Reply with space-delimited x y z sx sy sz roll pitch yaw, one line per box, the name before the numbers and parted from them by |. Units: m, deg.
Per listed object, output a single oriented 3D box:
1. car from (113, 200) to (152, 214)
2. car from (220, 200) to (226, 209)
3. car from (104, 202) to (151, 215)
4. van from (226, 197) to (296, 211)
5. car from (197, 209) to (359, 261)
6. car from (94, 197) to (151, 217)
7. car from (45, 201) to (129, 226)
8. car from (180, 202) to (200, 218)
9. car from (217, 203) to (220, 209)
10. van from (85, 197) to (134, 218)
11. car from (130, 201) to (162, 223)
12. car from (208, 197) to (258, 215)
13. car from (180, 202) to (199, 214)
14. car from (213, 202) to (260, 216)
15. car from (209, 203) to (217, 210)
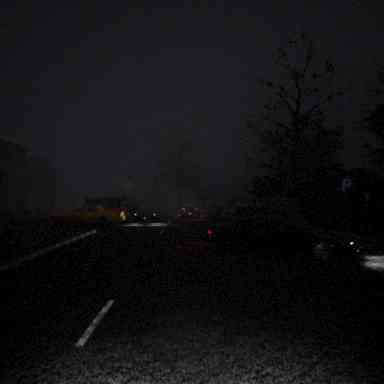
car | -7.426 1.876 41.720 4.553 1.767 2.185 0 -2 -1
car | 5.127 1.619 25.845 5.366 1.575 1.946 0 -1 0
car | -7.420 1.916 38.682 5.008 1.535 2.097 0 -2 -1
van | 4.842 1.354 23.052 4.442 1.987 1.878 0 -1 0
car | 3.139 1.548 12.277 5.357 1.411 2.033 0 0 29
car | -7.365 1.583 35.772 5.566 2.045 2.435 0 -1 0
car | -7.498 1.588 23.622 5.366 1.575 1.946 0 -1 0
car | -0.196 1.825 33.597 1.812 1.442 4.674 0 -1 0
car | 5.111 1.666 28.505 5.366 1.575 1.946 0 -1 0
van | -7.233 1.468 29.582 4.442 1.987 1.878 0 -1 0
car | -3.501 1.687 26.839 1.812 1.442 4.674 0 -1 0
car | 4.805 1.690 39.685 5.566 2.045 2.435 0 -2 -1
car | -0.271 2.068 43.468 2.128 1.511 4.902 0 -2 3
car | 4.855 1.867 37.011 4.892 1.521 2.231 0 -2 -1
car | 4.863 1.540 34.225 5.566 2.045 2.435 0 -2 -1
